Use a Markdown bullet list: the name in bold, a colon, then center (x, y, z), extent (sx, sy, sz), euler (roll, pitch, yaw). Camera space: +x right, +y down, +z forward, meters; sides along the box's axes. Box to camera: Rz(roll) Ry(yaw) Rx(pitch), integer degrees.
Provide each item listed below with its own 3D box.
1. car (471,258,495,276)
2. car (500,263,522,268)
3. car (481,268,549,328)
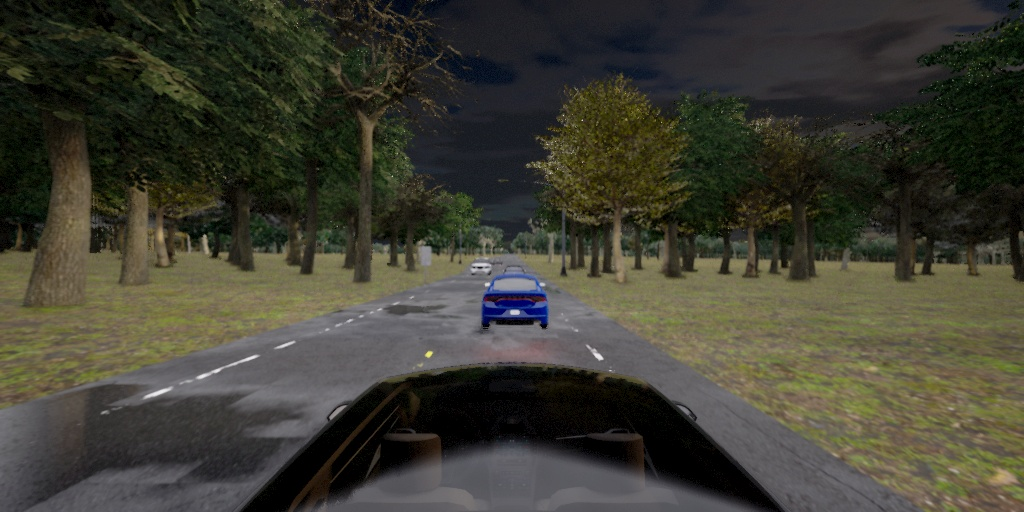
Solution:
- **car**: center (-3.521, 1.214, 41.863), extent (2.150, 2.045, 5.566), euler (0, 0, 0)
- **car**: center (0.173, 1.513, 29.972), extent (2.033, 1.411, 5.357), euler (0, 0, 0)
- **car**: center (0.095, 1.323, 11.790), extent (1.882, 1.535, 5.008), euler (0, 0, 0)
